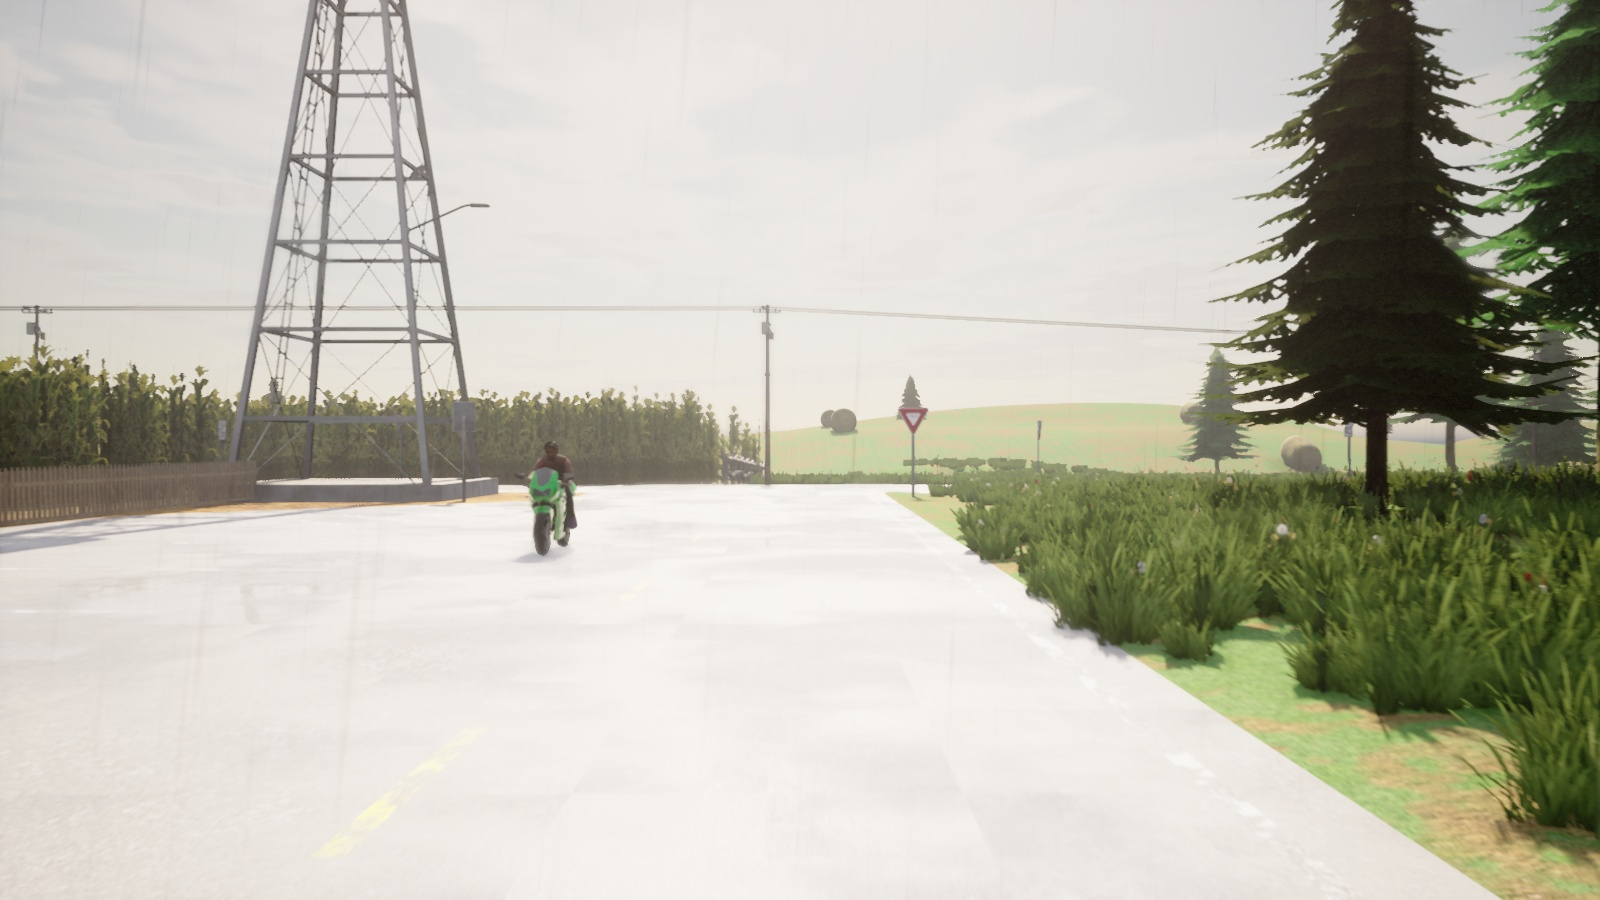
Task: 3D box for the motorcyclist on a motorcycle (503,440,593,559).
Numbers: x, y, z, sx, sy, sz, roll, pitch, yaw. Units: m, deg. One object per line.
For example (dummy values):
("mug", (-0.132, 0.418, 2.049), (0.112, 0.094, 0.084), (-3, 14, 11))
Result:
("motorcyclist on a motorcycle", (-3.387, 0.630, 17.059), (0.797, 1.523, 2.044), (0, 0, 0))
